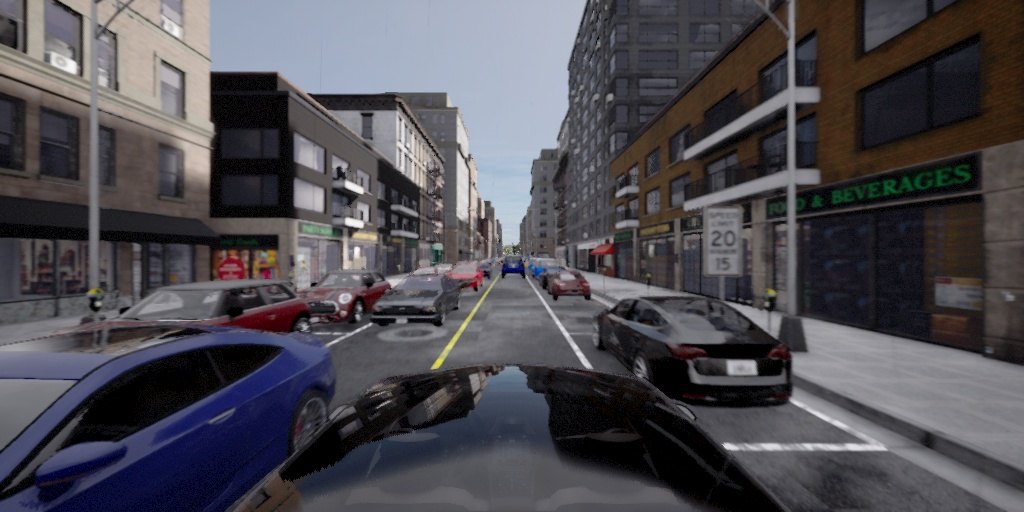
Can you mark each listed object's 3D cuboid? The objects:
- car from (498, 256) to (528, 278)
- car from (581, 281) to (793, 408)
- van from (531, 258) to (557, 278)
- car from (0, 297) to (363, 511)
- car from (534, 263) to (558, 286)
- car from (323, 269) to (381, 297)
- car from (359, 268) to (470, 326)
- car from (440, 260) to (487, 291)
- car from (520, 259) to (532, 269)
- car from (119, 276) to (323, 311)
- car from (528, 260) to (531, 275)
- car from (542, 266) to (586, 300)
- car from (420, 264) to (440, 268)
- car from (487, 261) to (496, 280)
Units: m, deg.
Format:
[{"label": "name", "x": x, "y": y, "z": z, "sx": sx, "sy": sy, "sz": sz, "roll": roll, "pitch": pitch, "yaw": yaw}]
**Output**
[{"label": "car", "x": 0.124, "y": 0.980, "z": 33.602, "sx": 2.150, "sy": 2.045, "sz": 5.566, "roll": 0, "pitch": 0, "yaw": 0}, {"label": "car", "x": 2.639, "y": 1.316, "z": 6.194, "sx": 1.948, "sy": 1.339, "sz": 4.313, "roll": 0, "pitch": 0, "yaw": 0}, {"label": "van", "x": 2.654, "y": 1.095, "z": 28.237, "sx": 1.690, "sy": 1.789, "sz": 3.998, "roll": 0, "pitch": 0, "yaw": 0}, {"label": "car", "x": -2.871, "y": 1.275, "z": 2.219, "sx": 1.812, "sy": 1.442, "sz": 4.674, "roll": 0, "pitch": 0, "yaw": 1}, {"label": "car", "x": 2.650, "y": 1.318, "z": 22.727, "sx": 1.948, "sy": 1.339, "sz": 4.313, "roll": 0, "pitch": 0, "yaw": 0}, {"label": "car", "x": -5.382, "y": 1.187, "z": 11.711, "sx": 1.967, "sy": 1.591, "sz": 4.097, "roll": 0, "pitch": 0, "yaw": 0}, {"label": "car", "x": -2.836, "y": 1.296, "z": 11.904, "sx": 2.033, "sy": 1.411, "sz": 5.357, "roll": 0, "pitch": 0, "yaw": 0}, {"label": "car", "x": -2.797, "y": 1.227, "z": 21.856, "sx": 1.882, "sy": 1.535, "sz": 5.008, "roll": 0, "pitch": 0, "yaw": 0}, {"label": "car", "x": 2.264, "y": 1.244, "z": 60.353, "sx": 1.801, "sy": 1.575, "sz": 5.366, "roll": 0, "pitch": 0, "yaw": 0}, {"label": "car", "x": -5.386, "y": 1.187, "z": 6.200, "sx": 1.967, "sy": 1.591, "sz": 4.097, "roll": 0, "pitch": 0, "yaw": 0}, {"label": "car", "x": 2.658, "y": 1.309, "z": 33.748, "sx": 2.007, "sy": 1.370, "sz": 4.403, "roll": 0, "pitch": 0, "yaw": 0}, {"label": "car", "x": 2.647, "y": 1.332, "z": 17.216, "sx": 1.802, "sy": 1.307, "sz": 4.207, "roll": 0, "pitch": 0, "yaw": 0}, {"label": "car", "x": -5.375, "y": 1.331, "z": 22.732, "sx": 1.802, "sy": 1.307, "sz": 4.207, "roll": 0, "pitch": 0, "yaw": 0}, {"label": "car", "x": -2.730, "y": 1.356, "z": 31.875, "sx": 1.895, "sy": 1.301, "sz": 4.718, "roll": 0, "pitch": 0, "yaw": 0}]
